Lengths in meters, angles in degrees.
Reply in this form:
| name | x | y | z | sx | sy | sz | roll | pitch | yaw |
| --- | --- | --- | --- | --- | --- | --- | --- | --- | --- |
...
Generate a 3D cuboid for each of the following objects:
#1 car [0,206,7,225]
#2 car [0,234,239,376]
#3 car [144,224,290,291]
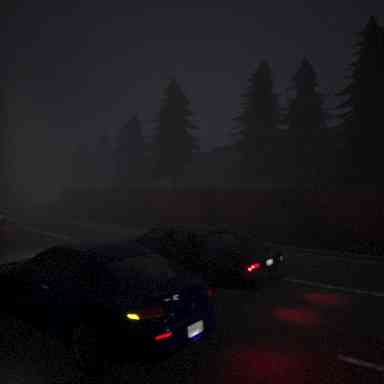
| name | x | y | z | sx | sy | sz | roll | pitch | yaw |
| --- | --- | --- | --- | --- | --- | --- | --- | --- | --- |
| car | -14.375 | 1.529 | 23.553 | 1.812 | 1.442 | 4.674 | 0 | 0 | -38 |
| car | -1.749 | 1.532 | 5.579 | 4.674 | 1.442 | 1.812 | 0 | 0 | 39 |
| car | -0.244 | 1.562 | 8.778 | 5.357 | 1.411 | 2.033 | 0 | 0 | 40 |
